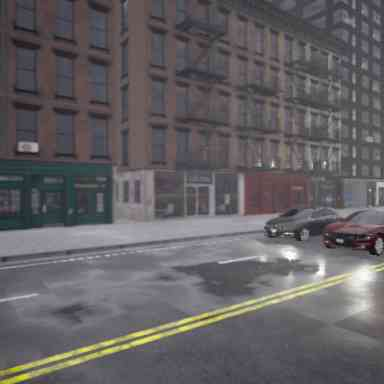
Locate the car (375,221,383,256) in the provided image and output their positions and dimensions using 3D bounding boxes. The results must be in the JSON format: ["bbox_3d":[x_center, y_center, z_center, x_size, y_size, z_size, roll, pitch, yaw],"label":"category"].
[{"bbox_3d":[6.826,1.489,8.568,4.674,1.442,1.812,0,0,-36],"label":"car"}]

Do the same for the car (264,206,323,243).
[{"bbox_3d":[5.512,1.444,15.932,4.892,1.490,1.837,0,0,-36],"label":"car"}]

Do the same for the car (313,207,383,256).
[{"bbox_3d":[7.186,1.424,13.126,5.008,1.535,1.882,0,0,-36],"label":"car"}]
